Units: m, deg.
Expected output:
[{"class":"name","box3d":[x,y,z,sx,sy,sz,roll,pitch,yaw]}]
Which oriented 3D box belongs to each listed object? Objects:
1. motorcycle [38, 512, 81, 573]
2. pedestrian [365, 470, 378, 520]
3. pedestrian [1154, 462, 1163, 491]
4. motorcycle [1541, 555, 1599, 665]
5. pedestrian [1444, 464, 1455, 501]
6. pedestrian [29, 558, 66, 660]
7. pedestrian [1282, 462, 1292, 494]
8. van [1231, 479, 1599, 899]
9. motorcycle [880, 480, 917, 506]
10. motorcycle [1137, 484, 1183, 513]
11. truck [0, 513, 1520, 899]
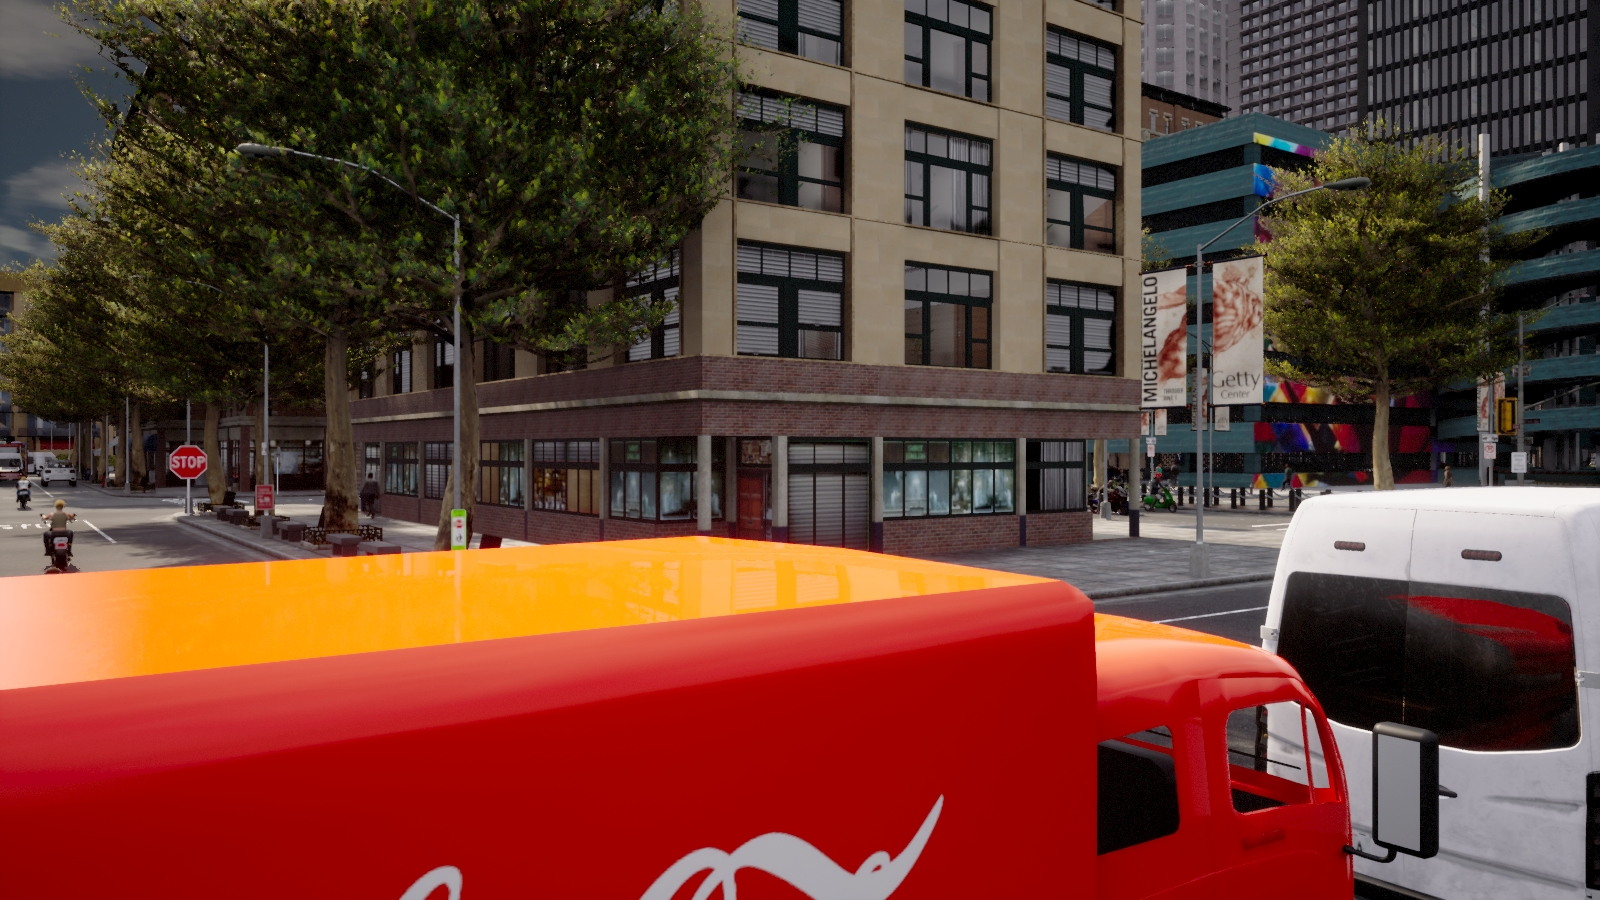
[{"class":"motorcycle","box3d":[-17.721,2.169,27.311,0.764,1.277,2.356,0,0,-36]},{"class":"pedestrian","box3d":[-16.258,1.691,43.325,0.375,1.860,0.375,0,0,-36]},{"class":"pedestrian","box3d":[22.887,1.674,72.965,0.375,1.860,0.375,0,0,-37]},{"class":"motorcycle","box3d":[11.208,2.163,15.822,2.356,1.277,0.764,0,0,-35]},{"class":"pedestrian","box3d":[33.572,1.674,59.063,0.375,1.860,0.375,0,0,-30]},{"class":"pedestrian","box3d":[-10.133,2.128,15.380,0.375,1.300,0.375,0,0,-39]},{"class":"pedestrian","box3d":[28.997,1.673,68.022,0.375,1.860,0.375,0,0,-26]},{"class":"van","box3d":[5.568,1.531,7.705,5.915,2.561,1.988,0,0,-35]},{"class":"motorcycle","box3d":[4.939,2.168,57.320,0.856,1.236,1.805,0,0,-35]},{"class":"motorcycle","box3d":[16.126,2.166,51.225,0.856,1.236,1.805,0,0,-35]},{"class":"truck","box3d":[-0.425,1.567,3.494,5.204,2.467,2.627,0,0,-35]}]
